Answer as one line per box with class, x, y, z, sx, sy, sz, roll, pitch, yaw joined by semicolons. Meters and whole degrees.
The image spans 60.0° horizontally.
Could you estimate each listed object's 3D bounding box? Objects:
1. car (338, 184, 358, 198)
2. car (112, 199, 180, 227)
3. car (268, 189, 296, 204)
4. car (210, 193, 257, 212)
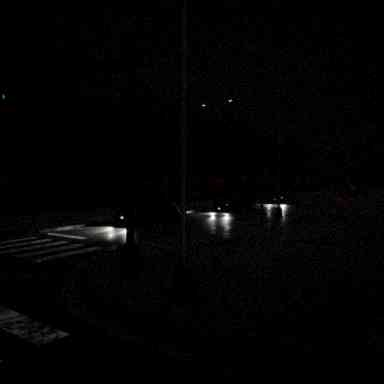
car;24.361;-0.220;51.971;2.150;2.045;5.566;0;2;35
car;-2.546;1.117;19.113;1.994;1.385;4.181;0;2;35
car;10.098;0.505;36.936;1.837;1.490;4.892;0;2;35
car;3.619;0.824;27.813;2.033;1.411;5.357;0;2;35
